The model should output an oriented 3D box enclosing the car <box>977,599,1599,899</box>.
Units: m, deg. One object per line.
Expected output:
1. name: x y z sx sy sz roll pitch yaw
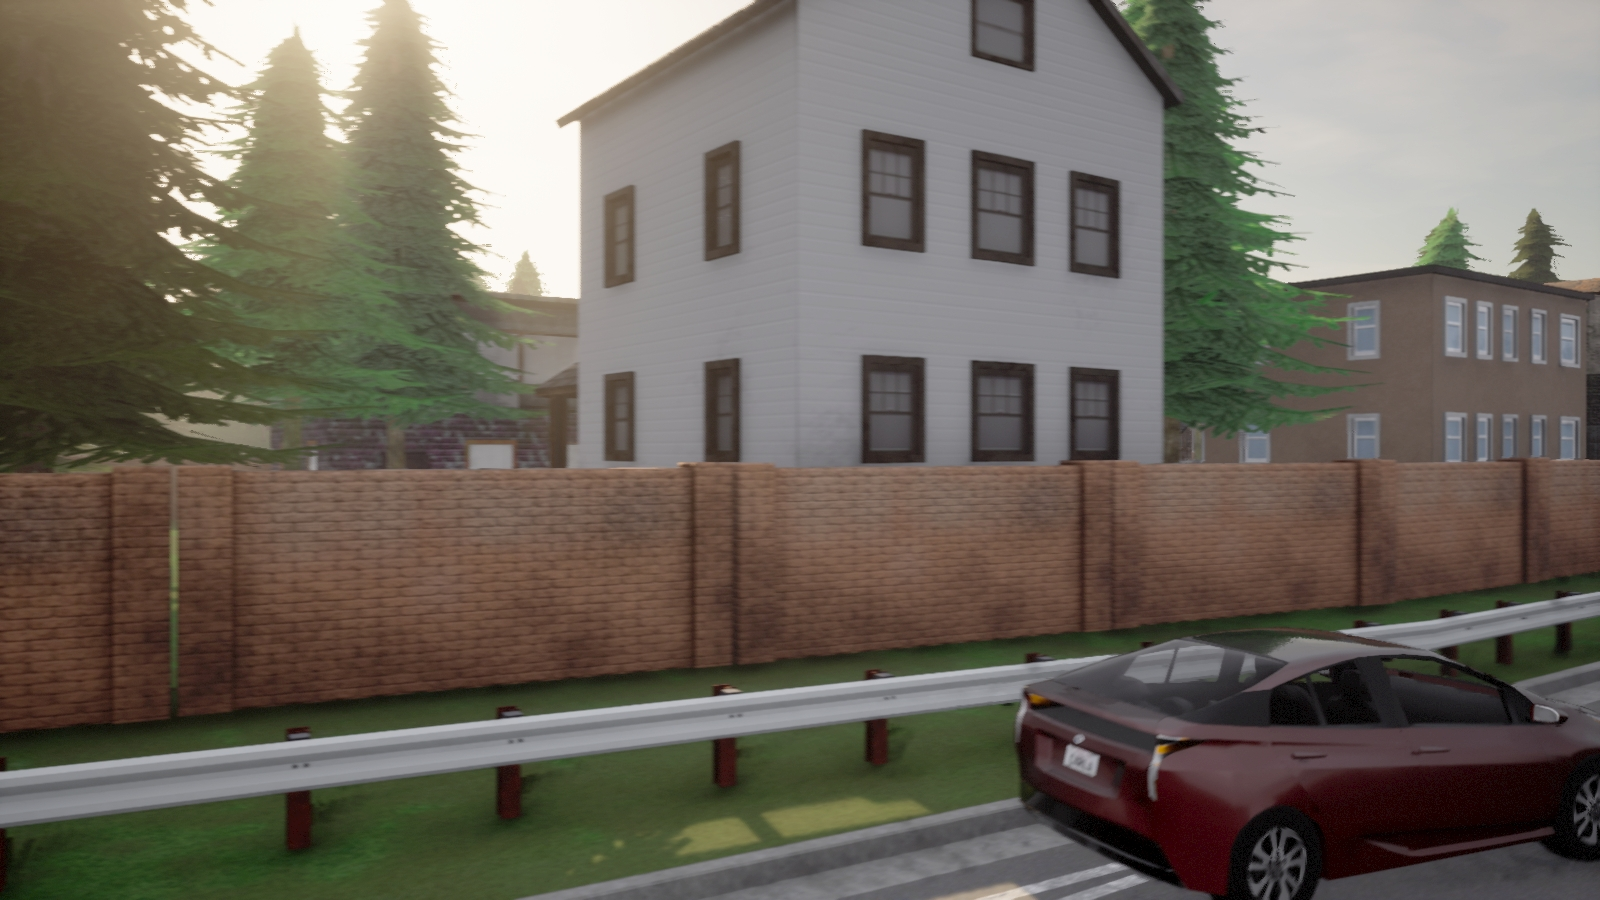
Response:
1. car: 3.717 2.040 8.012 4.514 1.525 2.007 0 0 -23
